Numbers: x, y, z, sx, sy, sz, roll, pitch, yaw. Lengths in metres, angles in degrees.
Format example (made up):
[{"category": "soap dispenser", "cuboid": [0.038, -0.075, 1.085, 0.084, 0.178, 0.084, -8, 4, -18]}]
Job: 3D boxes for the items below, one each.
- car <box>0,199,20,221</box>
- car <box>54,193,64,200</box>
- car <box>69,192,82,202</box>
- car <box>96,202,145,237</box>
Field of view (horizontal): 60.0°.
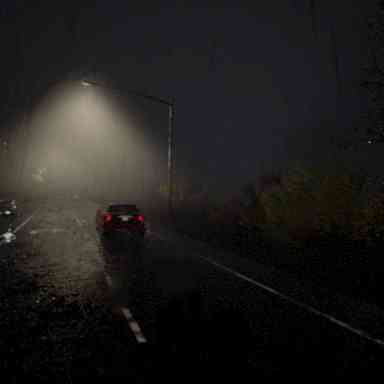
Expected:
[{"category": "car", "cuboid": [-14.082, 1.313, 24.810, 1.837, 1.490, 4.892, 1, 0, -21]}, {"category": "car", "cuboid": [-29.937, 1.210, 75.008, 1.895, 1.301, 4.718, 1, 0, -20]}, {"category": "car", "cuboid": [-23.612, 1.272, 68.469, 2.128, 1.511, 4.902, 1, 0, -21]}, {"category": "car", "cuboid": [-4.067, 1.353, 18.405, 2.097, 1.767, 4.553, 1, 0, -21]}]
